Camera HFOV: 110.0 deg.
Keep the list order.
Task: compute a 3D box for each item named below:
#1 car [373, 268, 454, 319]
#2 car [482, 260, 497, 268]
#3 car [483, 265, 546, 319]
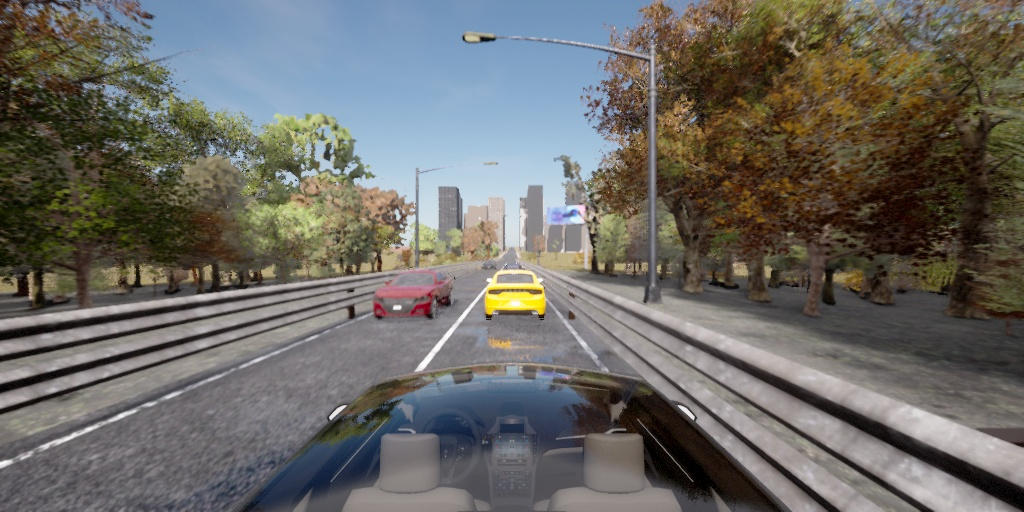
[{"bbox_3d":[-3.349,1.238,12.981,1.882,1.535,5.008,0,0,0],"label":"car"},{"bbox_3d":[-3.346,1.383,54.357,1.837,1.490,4.892,0,0,0],"label":"car"},{"bbox_3d":[0.098,1.237,12.864,1.882,1.535,5.008,0,0,0],"label":"car"}]
